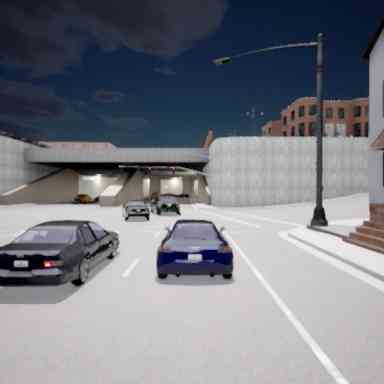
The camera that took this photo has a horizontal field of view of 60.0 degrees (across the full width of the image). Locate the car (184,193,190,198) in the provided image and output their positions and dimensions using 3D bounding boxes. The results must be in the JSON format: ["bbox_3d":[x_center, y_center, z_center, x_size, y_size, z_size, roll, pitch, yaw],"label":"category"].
[{"bbox_3d":[-2.070,0.960,87.269,1.994,1.385,4.181,0,0,28],"label":"car"}]

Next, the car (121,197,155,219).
[{"bbox_3d":[-4.576,1.361,26.448,2.033,1.411,5.357,0,1,-16],"label":"car"}]

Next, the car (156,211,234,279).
[{"bbox_3d":[0.079,1.499,9.890,1.994,1.385,4.181,0,0,0],"label":"car"}]

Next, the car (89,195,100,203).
[{"bbox_3d":[-14.984,1.134,55.613,2.033,1.411,5.357,0,0,-1],"label":"car"}]

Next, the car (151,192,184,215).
[{"bbox_3d":[-2.599,1.139,30.955,2.097,1.767,4.553,0,0,-17],"label":"car"}]

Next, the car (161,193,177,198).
[{"bbox_3d":[-5.931,0.917,87.156,2.033,1.411,5.357,0,0,24],"label":"car"}]

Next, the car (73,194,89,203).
[{"bbox_3d":[-18.498,1.051,56.241,1.882,1.535,5.008,0,0,-1],"label":"car"}]

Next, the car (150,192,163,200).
[{"bbox_3d":[-8.254,0.812,77.470,2.097,1.767,4.553,0,0,6],"label":"car"}]

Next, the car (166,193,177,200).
[{"bbox_3d":[-4.729,0.991,77.586,1.812,1.442,4.674,0,0,6],"label":"car"}]

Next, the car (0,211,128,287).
[{"bbox_3d":[-3.422,1.476,9.193,2.033,1.411,5.357,0,0,0],"label":"car"}]
